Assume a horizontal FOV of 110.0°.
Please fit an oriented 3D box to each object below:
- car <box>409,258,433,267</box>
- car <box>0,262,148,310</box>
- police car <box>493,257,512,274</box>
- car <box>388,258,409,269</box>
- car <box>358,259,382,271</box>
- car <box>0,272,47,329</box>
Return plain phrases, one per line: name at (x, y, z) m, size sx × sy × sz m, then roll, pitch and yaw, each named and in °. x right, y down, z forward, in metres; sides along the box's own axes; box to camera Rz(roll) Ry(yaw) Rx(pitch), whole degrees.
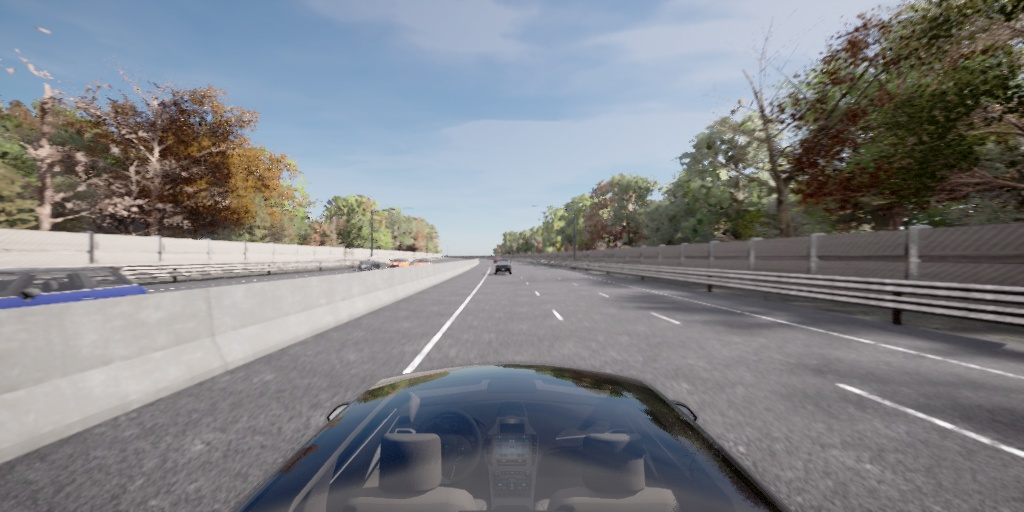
car at (-11.937, 1.115, 48.346) m, size 2.097 × 1.767 × 4.553 m, roll 0°, pitch 0°, yaw -2°
car at (-10.663, 1.032, 7.634) m, size 2.097 × 1.767 × 4.553 m, roll 0°, pitch 0°, yaw -1°
police car at (-1.049, 1.264, 42.169) m, size 1.930 × 1.638 × 5.238 m, roll 0°, pitch 0°, yaw -2°
car at (-15.481, 1.088, 49.339) m, size 2.097 × 1.767 × 4.553 m, roll 0°, pitch 0°, yaw -2°
car at (-18.921, 1.195, 47.896) m, size 2.128 × 1.511 × 4.902 m, roll 0°, pitch 0°, yaw -2°
car at (-14.175, 1.178, 7.897) m, size 1.812 × 1.442 × 4.674 m, roll 0°, pitch 0°, yaw -1°
